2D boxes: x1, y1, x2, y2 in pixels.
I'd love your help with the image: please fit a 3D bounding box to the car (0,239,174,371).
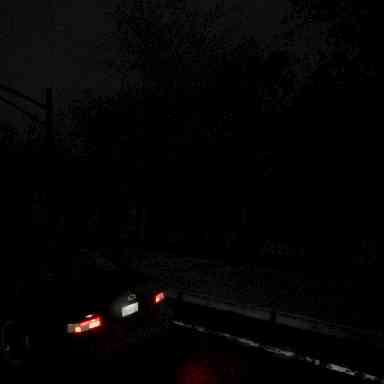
[{"bbox_3d":[-2.834,1.547,5.712,5.357,1.411,2.033,0,0,36],"label":"car"}]
